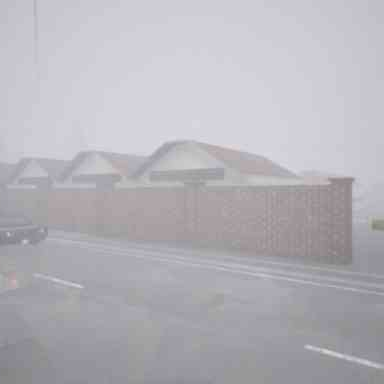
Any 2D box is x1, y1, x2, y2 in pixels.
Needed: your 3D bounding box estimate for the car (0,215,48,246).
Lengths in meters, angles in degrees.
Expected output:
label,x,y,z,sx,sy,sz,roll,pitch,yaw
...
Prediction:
label,x,y,z,sx,sy,sz,roll,pitch,yaw
car,-8.255,1.611,14.162,4.718,1.301,1.895,0,0,36
